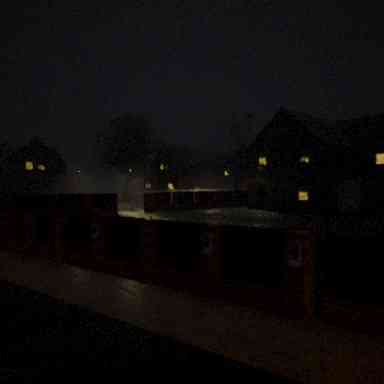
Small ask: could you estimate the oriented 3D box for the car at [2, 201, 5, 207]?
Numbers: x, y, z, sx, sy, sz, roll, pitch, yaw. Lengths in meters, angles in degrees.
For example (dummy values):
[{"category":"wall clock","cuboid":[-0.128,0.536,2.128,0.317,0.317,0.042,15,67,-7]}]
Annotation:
[{"category":"car","cuboid":[-12.723,1.057,25.982,5.357,1.411,2.033,-1,2,-39]}]
